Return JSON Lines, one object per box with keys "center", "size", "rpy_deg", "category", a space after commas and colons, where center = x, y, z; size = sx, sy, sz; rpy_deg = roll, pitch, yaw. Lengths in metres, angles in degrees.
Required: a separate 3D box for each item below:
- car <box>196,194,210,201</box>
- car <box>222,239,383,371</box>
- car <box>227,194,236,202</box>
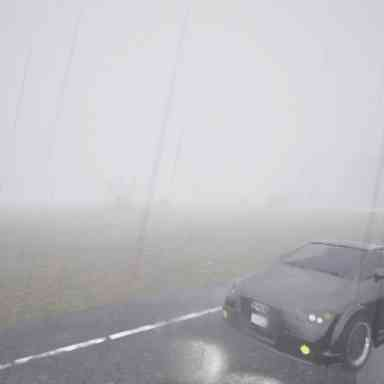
{"center": [2.766, 1.248, 74.518], "size": [2.128, 1.511, 4.902], "rpy_deg": [0, 0, -34], "category": "car"}
{"center": [2.534, 1.559, 5.684], "size": [4.181, 1.385, 1.994], "rpy_deg": [0, 0, -35], "category": "car"}
{"center": [7.023, 1.206, 68.224], "size": [2.097, 1.767, 4.553], "rpy_deg": [0, 0, -33], "category": "car"}
